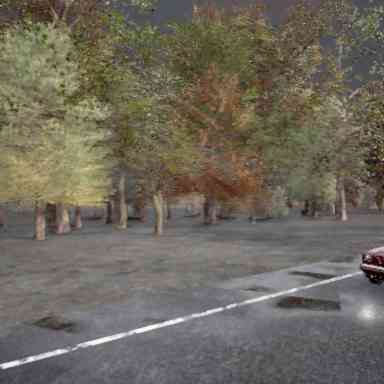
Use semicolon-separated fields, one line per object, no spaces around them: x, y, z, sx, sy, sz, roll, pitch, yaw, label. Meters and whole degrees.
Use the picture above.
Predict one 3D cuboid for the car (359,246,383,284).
6.311;1.638;8.498;4.718;1.301;1.895;0;0;-35;car
